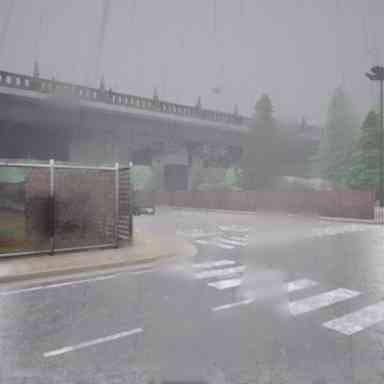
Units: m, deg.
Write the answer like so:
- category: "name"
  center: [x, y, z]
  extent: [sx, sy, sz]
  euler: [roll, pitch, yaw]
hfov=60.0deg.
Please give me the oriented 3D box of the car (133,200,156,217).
- category: "car"
  center: [-5.249, 1.555, 32.296]
  extent: [2.128, 1.511, 4.902]
  euler: [0, 0, -36]
